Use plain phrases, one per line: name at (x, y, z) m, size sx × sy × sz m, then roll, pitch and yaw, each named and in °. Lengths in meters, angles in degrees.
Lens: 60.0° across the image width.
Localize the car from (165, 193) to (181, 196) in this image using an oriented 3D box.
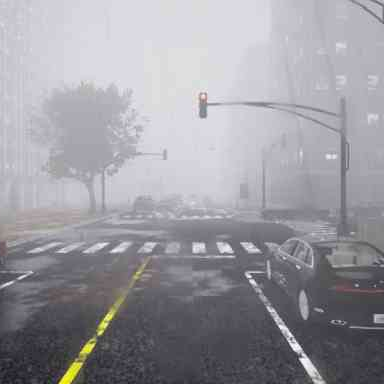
car at (-2.930, 1.263, 59.659) m, size 2.150 × 2.045 × 5.566 m, roll 0°, pitch 0°, yaw 3°

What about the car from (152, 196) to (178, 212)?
car at (-3.023, 1.567, 38.564) m, size 2.033 × 1.411 × 5.357 m, roll 0°, pitch 0°, yaw 0°

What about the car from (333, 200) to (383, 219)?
car at (13.478, 1.350, 26.255) m, size 4.403 × 1.369 × 2.008 m, roll -1°, pitch 1°, yaw 0°

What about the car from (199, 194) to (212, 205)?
car at (2.815, 1.609, 61.351) m, size 1.947 × 1.339 × 4.313 m, roll 0°, pitch 0°, yaw 0°

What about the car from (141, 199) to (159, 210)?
car at (-5.601, 1.592, 44.800) m, size 1.947 × 1.339 × 4.313 m, roll 0°, pitch 0°, yaw 0°

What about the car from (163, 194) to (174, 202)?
car at (-5.532, 1.384, 77.937) m, size 2.192 × 1.841 × 5.009 m, roll 0°, pitch 0°, yaw 0°

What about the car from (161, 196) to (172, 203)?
car at (-5.543, 1.626, 72.415) m, size 1.947 × 1.339 × 4.313 m, roll 0°, pitch 0°, yaw 0°

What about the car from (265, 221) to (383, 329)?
car at (2.701, 1.551, 6.872) m, size 2.008 × 1.369 × 4.403 m, roll 0°, pitch 0°, yaw 0°

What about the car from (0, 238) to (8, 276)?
car at (-5.679, 1.545, 6.889) m, size 1.887 × 1.381 × 4.507 m, roll 0°, pitch 0°, yaw 0°

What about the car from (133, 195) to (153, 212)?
car at (-5.613, 1.335, 39.277) m, size 2.192 × 1.841 × 5.009 m, roll 0°, pitch 0°, yaw 0°

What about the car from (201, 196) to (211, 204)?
car at (2.826, 1.577, 67.044) m, size 1.752 × 1.417 × 4.829 m, roll 0°, pitch 0°, yaw 0°

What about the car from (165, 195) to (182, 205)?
car at (-3.000, 1.577, 49.017) m, size 2.033 × 1.411 × 5.357 m, roll 0°, pitch 0°, yaw 0°

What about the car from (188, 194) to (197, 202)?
car at (0.162, 1.426, 78.821) m, size 2.097 × 1.767 × 4.553 m, roll 0°, pitch 0°, yaw 0°

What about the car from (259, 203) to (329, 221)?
car at (7.313, 1.510, 24.243) m, size 4.718 × 1.301 × 1.895 m, roll -2°, pitch 0°, yaw 8°

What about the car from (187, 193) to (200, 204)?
car at (0.233, 1.272, 65.731) m, size 2.150 × 2.045 × 5.566 m, roll 0°, pitch 0°, yaw 0°

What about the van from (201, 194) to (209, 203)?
van at (2.837, 1.401, 72.397) m, size 1.690 × 1.788 × 3.998 m, roll 0°, pitch 0°, yaw 0°
